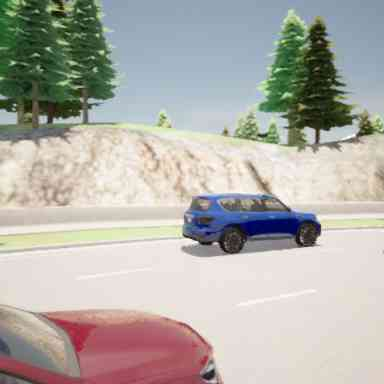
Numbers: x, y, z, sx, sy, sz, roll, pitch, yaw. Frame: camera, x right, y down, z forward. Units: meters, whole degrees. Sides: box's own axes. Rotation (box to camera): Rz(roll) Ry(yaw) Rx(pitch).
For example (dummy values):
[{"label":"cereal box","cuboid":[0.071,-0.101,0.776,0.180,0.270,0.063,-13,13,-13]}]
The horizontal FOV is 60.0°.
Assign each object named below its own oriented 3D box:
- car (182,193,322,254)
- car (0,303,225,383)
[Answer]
[{"label":"car","cuboid":[2.356,1.078,12.824,5.566,2.045,2.150,0,0,-24]},{"label":"car","cuboid":[-1.875,1.494,2.217,4.674,1.442,1.812,0,1,-36]}]
